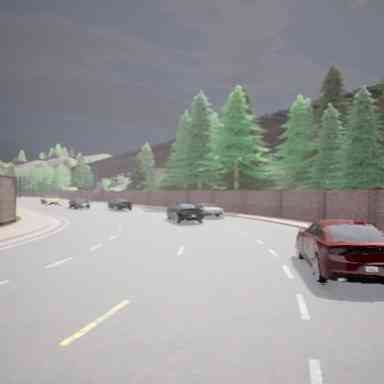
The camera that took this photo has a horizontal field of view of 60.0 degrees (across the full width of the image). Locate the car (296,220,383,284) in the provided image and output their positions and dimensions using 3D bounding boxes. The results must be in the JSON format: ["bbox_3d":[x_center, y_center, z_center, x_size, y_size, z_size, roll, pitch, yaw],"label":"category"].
[{"bbox_3d":[4.313,1.539,9.704,1.882,1.535,5.008,1,0,9],"label":"car"}]

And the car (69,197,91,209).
[{"bbox_3d":[-14.733,1.467,43.569,2.128,1.511,4.902,1,0,-33],"label":"car"}]

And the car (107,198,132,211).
[{"bbox_3d":[-9.039,1.522,41.347,1.837,1.490,4.892,1,0,-32],"label":"car"}]

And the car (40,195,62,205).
[{"bbox_3d":[-17.688,1.029,41.700,1.882,1.535,5.008,1,0,-33],"label":"car"}]

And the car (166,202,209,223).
[{"bbox_3d":[-0.635,1.534,26.028,1.882,1.535,5.008,1,0,-17],"label":"car"}]

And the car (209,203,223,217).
[{"bbox_3d":[0.996,1.685,31.393,1.895,1.301,4.718,1,0,-26],"label":"car"}]
